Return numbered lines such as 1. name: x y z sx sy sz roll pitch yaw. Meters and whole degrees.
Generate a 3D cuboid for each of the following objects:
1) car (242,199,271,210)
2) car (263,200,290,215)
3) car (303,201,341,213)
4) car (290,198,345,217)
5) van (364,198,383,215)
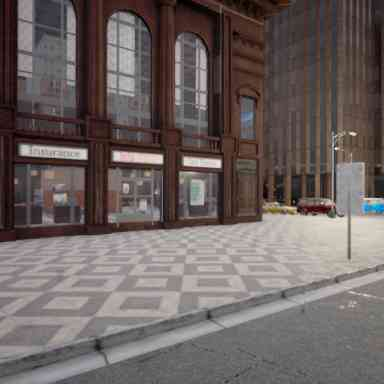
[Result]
1. car: 9.913 1.884 51.369 1.967 1.590 4.097 -1 0 -35
2. car: 9.532 1.793 37.118 1.752 1.417 4.829 -1 0 -35
3. car: 16.397 1.890 42.177 1.802 1.307 4.206 -1 0 -35
4. car: 12.672 1.516 32.661 2.192 1.841 5.009 -1 0 -35
5. van: 19.635 1.582 37.581 1.690 1.788 3.998 -1 0 -35
